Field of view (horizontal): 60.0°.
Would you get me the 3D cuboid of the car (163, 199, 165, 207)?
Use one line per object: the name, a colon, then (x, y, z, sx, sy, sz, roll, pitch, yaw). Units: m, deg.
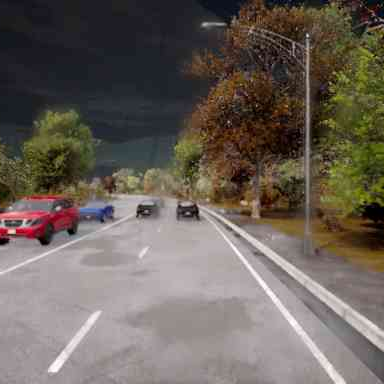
car: (-5.014, 1.490, 49.520, 2.128, 1.511, 4.902, 0, 0, -4)

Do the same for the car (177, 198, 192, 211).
car: (-0.975, 1.521, 40.963, 1.812, 1.442, 4.674, 0, 0, -3)

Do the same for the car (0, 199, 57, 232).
car: (-10.708, 1.409, 21.564, 2.097, 1.767, 4.553, 0, 0, -1)

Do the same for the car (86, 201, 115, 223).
car: (-7.360, 1.479, 26.018, 1.882, 1.535, 5.008, 0, 0, -1)

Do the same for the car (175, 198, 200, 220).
car: (-0.397, 1.475, 28.212, 1.882, 1.535, 5.008, 0, 0, -2)

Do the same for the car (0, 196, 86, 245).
car: (-7.169, 1.224, 15.978, 2.150, 2.045, 5.566, 0, 0, 0)

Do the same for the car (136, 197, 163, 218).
car: (-3.901, 1.477, 30.231, 1.882, 1.535, 5.008, 0, 0, -2)

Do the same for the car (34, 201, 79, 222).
car: (-10.868, 1.508, 27.126, 1.837, 1.490, 4.892, 0, 0, -2)
